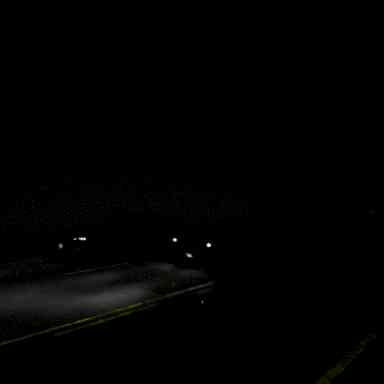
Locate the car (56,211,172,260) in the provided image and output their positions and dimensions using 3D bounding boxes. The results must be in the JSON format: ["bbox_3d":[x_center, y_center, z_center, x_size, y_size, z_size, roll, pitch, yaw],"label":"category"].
[{"bbox_3d":[-2.523,1.487,12.534,2.128,1.511,4.902,0,0,45],"label":"car"}]

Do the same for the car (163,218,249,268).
[{"bbox_3d":[1.480,1.605,11.585,4.718,1.301,1.895,0,0,-45],"label":"car"}]
